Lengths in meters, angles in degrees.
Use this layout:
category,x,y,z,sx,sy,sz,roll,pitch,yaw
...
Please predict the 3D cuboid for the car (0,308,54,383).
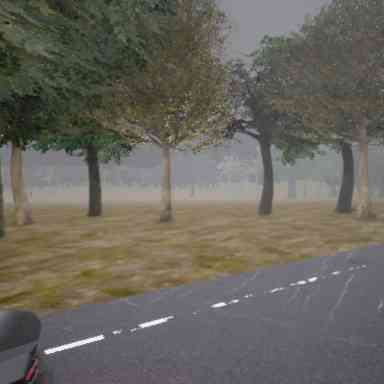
category,x,y,z,sx,sy,sz,roll,pitch,yaw
car,-3.330,1.503,1.649,4.892,1.490,1.837,0,-2,-35
